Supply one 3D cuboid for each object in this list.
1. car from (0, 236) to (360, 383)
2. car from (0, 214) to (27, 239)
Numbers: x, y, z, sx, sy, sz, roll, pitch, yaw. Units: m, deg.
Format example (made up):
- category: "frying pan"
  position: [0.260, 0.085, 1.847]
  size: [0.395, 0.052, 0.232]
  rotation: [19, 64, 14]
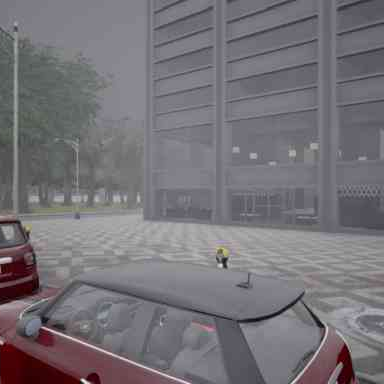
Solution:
- category: "car"
  position: [-0.614, 1.440, 3.398]
  size: [4.097, 1.590, 1.967]
  rotation: [0, 0, 35]
- category: "car"
  position: [-5.043, 1.315, 6.552]
  size: [5.009, 1.841, 2.192]
  rotation: [0, 0, 35]
